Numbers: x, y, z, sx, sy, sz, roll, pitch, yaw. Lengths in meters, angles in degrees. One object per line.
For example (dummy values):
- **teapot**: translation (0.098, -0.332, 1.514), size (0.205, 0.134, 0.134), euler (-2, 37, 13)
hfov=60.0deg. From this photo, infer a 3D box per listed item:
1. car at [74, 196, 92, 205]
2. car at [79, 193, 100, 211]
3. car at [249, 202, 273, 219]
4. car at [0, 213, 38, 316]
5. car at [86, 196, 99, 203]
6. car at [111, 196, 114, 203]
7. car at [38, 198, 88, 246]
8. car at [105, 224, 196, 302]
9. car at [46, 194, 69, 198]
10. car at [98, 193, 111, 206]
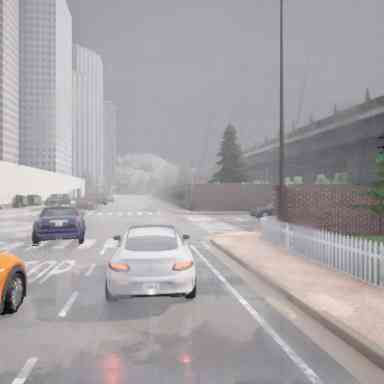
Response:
- **car**: translation (-19.337, 1.543, 59.159), size (2.033, 1.411, 5.357), euler (0, 0, -8)
- **car**: translation (-13.104, 1.350, 41.116), size (2.097, 1.767, 4.553), euler (0, 0, -9)
- **car**: translation (7.341, 1.557, 28.488), size (4.892, 1.490, 1.837), euler (0, 0, -9)
- **car**: translation (-4.119, 1.351, 4.620), size (2.097, 1.767, 4.553), euler (0, 0, -5)
- **car**: translation (-20.923, 1.588, 69.919), size (1.895, 1.301, 4.718), euler (0, 0, -9)
- **car**: translation (-17.286, 1.518, 69.279), size (1.812, 1.442, 4.674), euler (0, 0, -9)
- **car**: translation (-6.225, 1.370, 15.788), size (2.097, 1.767, 4.553), euler (0, 0, -19)
- **car**: translation (-0.989, 1.525, 8.227), size (1.812, 1.442, 4.674), euler (0, 0, -7)
- **car**: translation (-16.691, 1.217, 41.424), size (2.150, 2.045, 5.566), euler (0, 0, -9)
- **car**: translation (-15.119, 1.217, 54.443), size (2.150, 2.045, 5.566), euler (0, 0, -8)
